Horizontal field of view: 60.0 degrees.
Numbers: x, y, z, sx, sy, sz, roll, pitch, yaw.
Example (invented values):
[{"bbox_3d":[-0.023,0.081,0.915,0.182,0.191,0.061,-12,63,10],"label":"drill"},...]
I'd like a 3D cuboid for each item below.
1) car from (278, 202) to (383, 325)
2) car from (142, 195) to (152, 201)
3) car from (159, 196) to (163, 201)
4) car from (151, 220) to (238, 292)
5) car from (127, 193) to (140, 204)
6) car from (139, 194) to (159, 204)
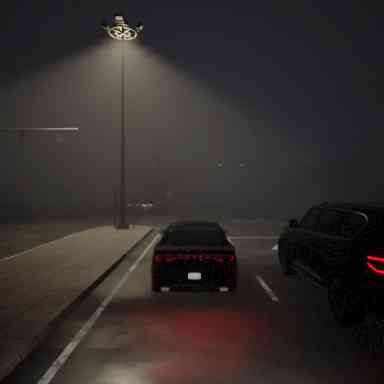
[{"bbox_3d":[3.562,1.225,7.255,2.150,2.045,5.566,0,0,0],"label":"car"},{"bbox_3d":[-11.550,1.537,86.174,1.837,1.490,4.892,0,0,0],"label":"car"},{"bbox_3d":[-8.047,1.587,80.280,1.994,1.385,4.181,0,0,0],"label":"car"},{"bbox_3d":[0.060,1.481,8.965,1.882,1.535,5.008,0,0,0],"label":"car"},{"bbox_3d":[-11.543,1.249,67.298,2.150,2.045,5.566,0,0,0],"label":"car"},{"bbox_3d":[-8.090,1.518,62.872,2.128,1.511,4.902,0,0,0],"label":"car"}]
